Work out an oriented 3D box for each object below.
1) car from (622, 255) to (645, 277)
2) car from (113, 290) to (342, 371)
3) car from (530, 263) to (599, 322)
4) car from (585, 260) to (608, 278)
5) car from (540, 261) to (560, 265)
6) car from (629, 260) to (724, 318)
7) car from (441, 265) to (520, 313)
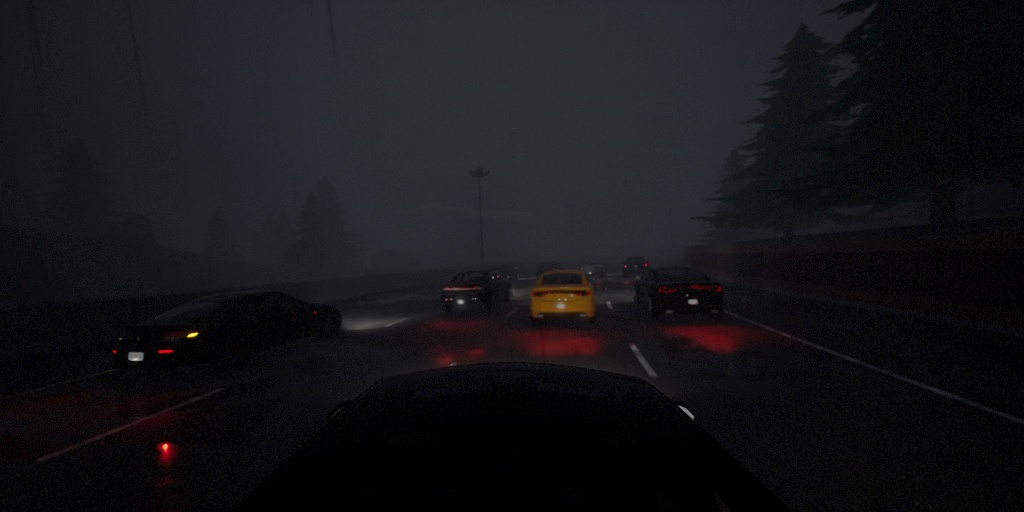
[{"bbox_3d":[10.450,0.808,30.205,2.097,1.767,4.553,-2,0,20],"label":"car"},{"bbox_3d":[-6.004,1.521,8.331,1.812,1.442,4.674,-2,0,9],"label":"car"},{"bbox_3d":[1.791,1.195,12.163,1.882,1.535,5.008,-2,0,11],"label":"car"},{"bbox_3d":[7.110,1.110,31.268,1.812,1.442,4.674,-2,0,20],"label":"car"},{"bbox_3d":[3.496,1.198,31.523,1.882,1.535,5.008,-2,0,19],"label":"car"},{"bbox_3d":[5.341,1.063,12.057,1.882,1.535,5.008,-2,0,11],"label":"car"},{"bbox_3d":[-1.259,1.332,14.586,2.128,1.511,4.902,-2,0,12],"label":"car"}]
